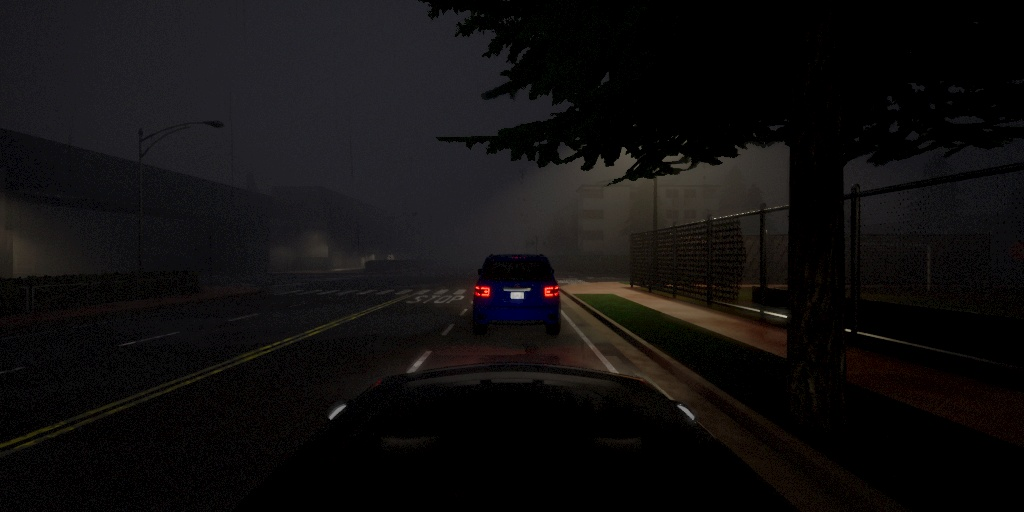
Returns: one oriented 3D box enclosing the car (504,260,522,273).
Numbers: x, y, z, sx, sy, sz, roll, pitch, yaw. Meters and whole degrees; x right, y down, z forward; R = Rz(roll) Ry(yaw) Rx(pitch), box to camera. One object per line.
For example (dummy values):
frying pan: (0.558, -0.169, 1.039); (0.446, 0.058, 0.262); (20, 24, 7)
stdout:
car: (0.069, 1.241, 45.524); (2.128, 1.511, 4.902); (0, 0, 0)

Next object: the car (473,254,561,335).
car: (0.124, 0.972, 10.649); (2.150, 2.045, 5.566); (0, 0, 0)
